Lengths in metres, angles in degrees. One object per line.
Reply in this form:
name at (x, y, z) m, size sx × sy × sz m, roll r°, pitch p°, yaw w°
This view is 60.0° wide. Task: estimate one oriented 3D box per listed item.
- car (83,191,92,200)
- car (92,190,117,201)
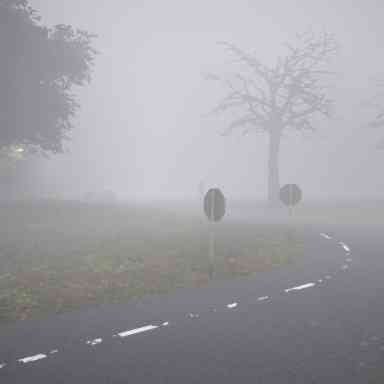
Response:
car at (-18.111, 0.625, 60.144) m, size 2.128 × 1.511 × 4.902 m, roll 2°, pitch -1°, yaw -36°
car at (-14.145, 0.513, 54.723) m, size 2.097 × 1.767 × 4.553 m, roll 2°, pitch -1°, yaw -35°
